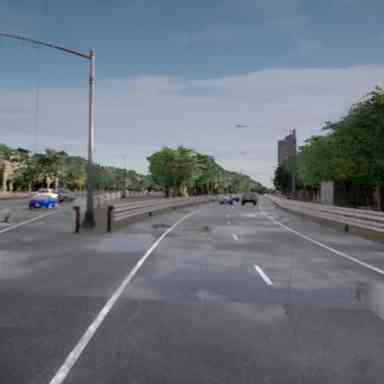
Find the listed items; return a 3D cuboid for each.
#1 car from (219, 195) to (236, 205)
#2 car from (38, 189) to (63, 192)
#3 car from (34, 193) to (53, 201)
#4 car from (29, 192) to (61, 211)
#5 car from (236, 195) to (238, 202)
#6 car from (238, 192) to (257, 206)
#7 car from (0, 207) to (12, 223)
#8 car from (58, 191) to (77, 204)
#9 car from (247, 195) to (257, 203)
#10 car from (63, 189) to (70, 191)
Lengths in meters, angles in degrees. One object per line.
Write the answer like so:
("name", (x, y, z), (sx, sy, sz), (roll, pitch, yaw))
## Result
("car", (5.454, 1.347, 52.784), (1.812, 1.442, 4.674), (1, 0, 12))
("car", (-21.787, 0.608, 50.399), (2.150, 2.045, 5.566), (1, 0, -9))
("car", (-26.924, 0.854, 60.413), (1.895, 1.301, 4.718), (1, 0, -8))
("car", (-15.400, 1.062, 34.555), (1.882, 1.535, 5.008), (1, 0, -11))
("car", (8.834, 1.330, 68.639), (1.837, 1.490, 4.892), (1, 0, 12))
("car", (8.972, 1.095, 52.479), (2.150, 2.045, 5.566), (1, 0, 12))
("car", (-12.045, 1.322, 19.291), (1.895, 1.301, 4.718), (1, 0, -13))
("car", (-17.947, 0.970, 48.258), (1.837, 1.490, 4.892), (1, 0, -10))
("car", (12.324, 1.337, 68.291), (1.882, 1.535, 5.008), (1, 0, 12))
("car", (-23.522, 0.529, 61.439), (2.150, 2.045, 5.566), (1, 0, -8))
